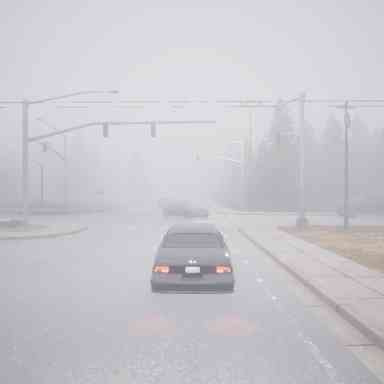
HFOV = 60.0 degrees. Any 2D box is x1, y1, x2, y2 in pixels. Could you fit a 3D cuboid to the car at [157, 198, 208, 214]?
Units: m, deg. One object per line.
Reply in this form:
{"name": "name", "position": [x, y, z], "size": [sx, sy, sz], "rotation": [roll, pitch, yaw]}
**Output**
{"name": "car", "position": [-0.677, 1.540, 28.232], "size": [1.812, 1.442, 4.674], "rotation": [-1, 1, -41]}

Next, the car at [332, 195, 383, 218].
{"name": "car", "position": [15.536, 1.248, 29.592], "size": [5.566, 2.045, 2.150], "rotation": [0, 0, 1]}

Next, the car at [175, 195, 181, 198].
{"name": "car", "position": [-3.666, 1.488, 59.305], "size": [2.128, 1.511, 4.902], "rotation": [0, 0, 1]}

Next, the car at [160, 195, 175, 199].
{"name": "car", "position": [-3.694, 1.506, 45.817], "size": [1.837, 1.490, 4.892], "rotation": [0, 0, 0]}

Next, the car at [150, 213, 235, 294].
{"name": "car", "position": [0.031, 1.545, 8.940], "size": [2.033, 1.411, 5.357], "rotation": [0, 0, 0]}
